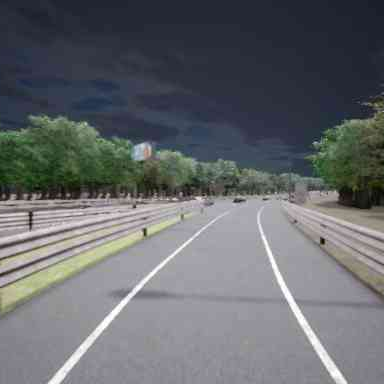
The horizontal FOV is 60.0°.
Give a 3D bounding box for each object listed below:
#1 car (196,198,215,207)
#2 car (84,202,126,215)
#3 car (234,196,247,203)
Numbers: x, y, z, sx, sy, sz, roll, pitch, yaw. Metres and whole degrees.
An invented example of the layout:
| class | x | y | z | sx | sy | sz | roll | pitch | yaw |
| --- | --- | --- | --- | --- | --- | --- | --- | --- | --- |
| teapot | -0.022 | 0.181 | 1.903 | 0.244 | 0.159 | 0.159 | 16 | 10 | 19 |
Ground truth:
| class | x | y | z | sx | sy | sz | roll | pitch | yaw |
| --- | --- | --- | --- | --- | --- | --- | --- | --- | --- |
| car | 2.314 | 1.771 | 56.484 | 1.994 | 1.385 | 4.181 | -1 | 0 | 25 |
| car | -8.546 | 1.693 | 33.192 | 2.128 | 1.511 | 4.902 | 0 | 0 | 25 |
| car | 10.931 | 1.766 | 74.955 | 1.882 | 1.535 | 5.008 | 0 | 0 | 25 |
